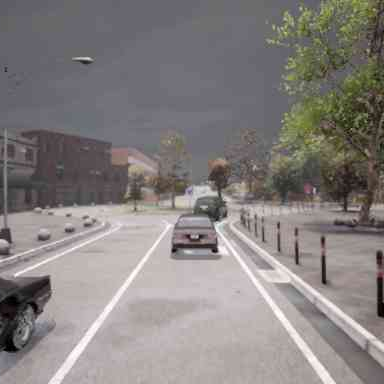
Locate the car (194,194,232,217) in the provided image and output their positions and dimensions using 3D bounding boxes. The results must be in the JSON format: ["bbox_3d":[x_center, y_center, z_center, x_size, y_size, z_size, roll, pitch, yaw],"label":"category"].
[{"bbox_3d":[1.747,1.412,29.638,2.150,2.045,5.566,0,1,16],"label":"car"}]

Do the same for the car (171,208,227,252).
[{"bbox_3d":[0.103,1.639,14.192,2.033,1.411,5.357,0,-1,0],"label":"car"}]

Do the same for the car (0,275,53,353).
[{"bbox_3d":[-3.313,1.609,3.430,1.895,1.301,4.718,0,0,0],"label":"car"}]
